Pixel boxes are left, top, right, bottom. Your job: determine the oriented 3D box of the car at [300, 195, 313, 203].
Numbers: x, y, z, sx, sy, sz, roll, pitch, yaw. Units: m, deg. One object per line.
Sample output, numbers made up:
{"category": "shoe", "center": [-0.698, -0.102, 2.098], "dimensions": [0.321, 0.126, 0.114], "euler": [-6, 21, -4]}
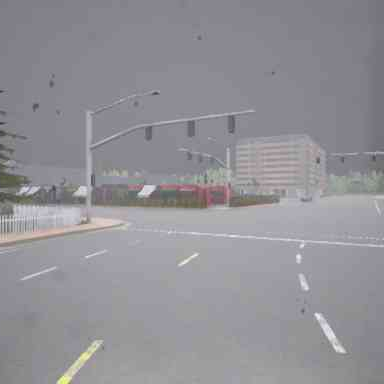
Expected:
{"category": "car", "center": [23.203, 1.406, 67.185], "dimensions": [1.882, 1.535, 5.008], "euler": [0, 0, 28]}
